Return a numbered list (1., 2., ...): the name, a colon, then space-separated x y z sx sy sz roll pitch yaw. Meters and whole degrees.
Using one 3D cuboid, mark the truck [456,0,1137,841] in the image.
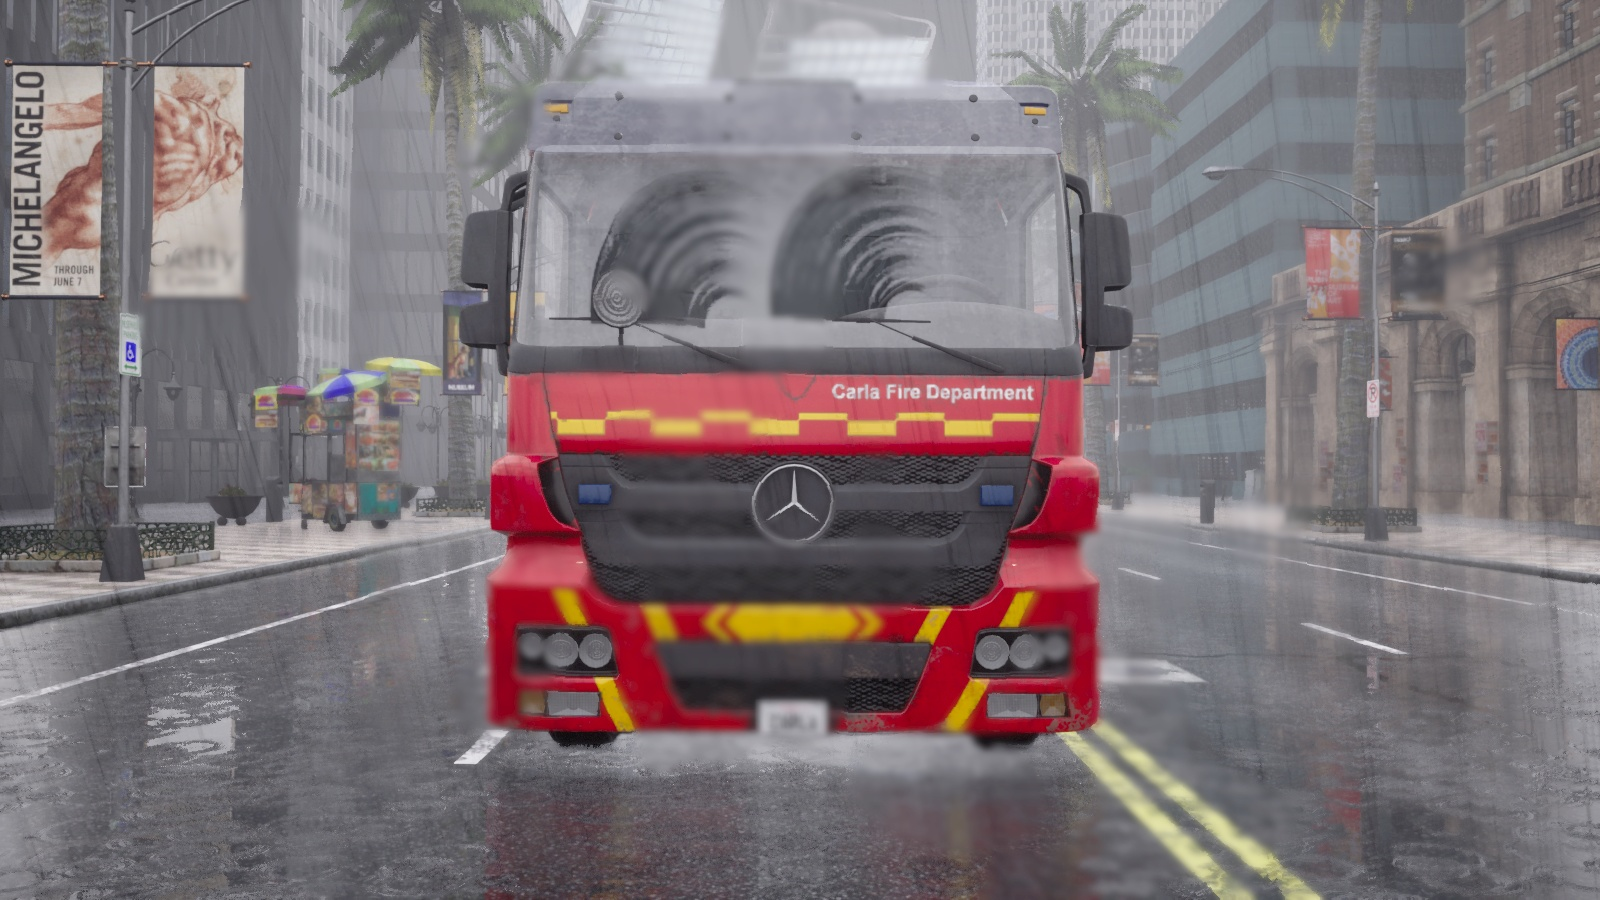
1. truck: -0.025 -0.189 9.594 2.891 3.827 8.468 0 -1 0
